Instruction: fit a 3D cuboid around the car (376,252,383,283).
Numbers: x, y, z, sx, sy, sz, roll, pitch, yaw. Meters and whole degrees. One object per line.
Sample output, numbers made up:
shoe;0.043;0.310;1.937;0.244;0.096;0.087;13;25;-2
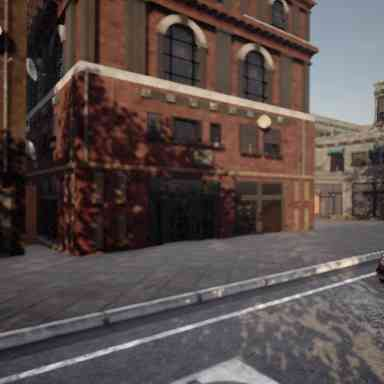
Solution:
car;6.499;1.521;8.326;4.674;1.442;1.812;0;0;-36
